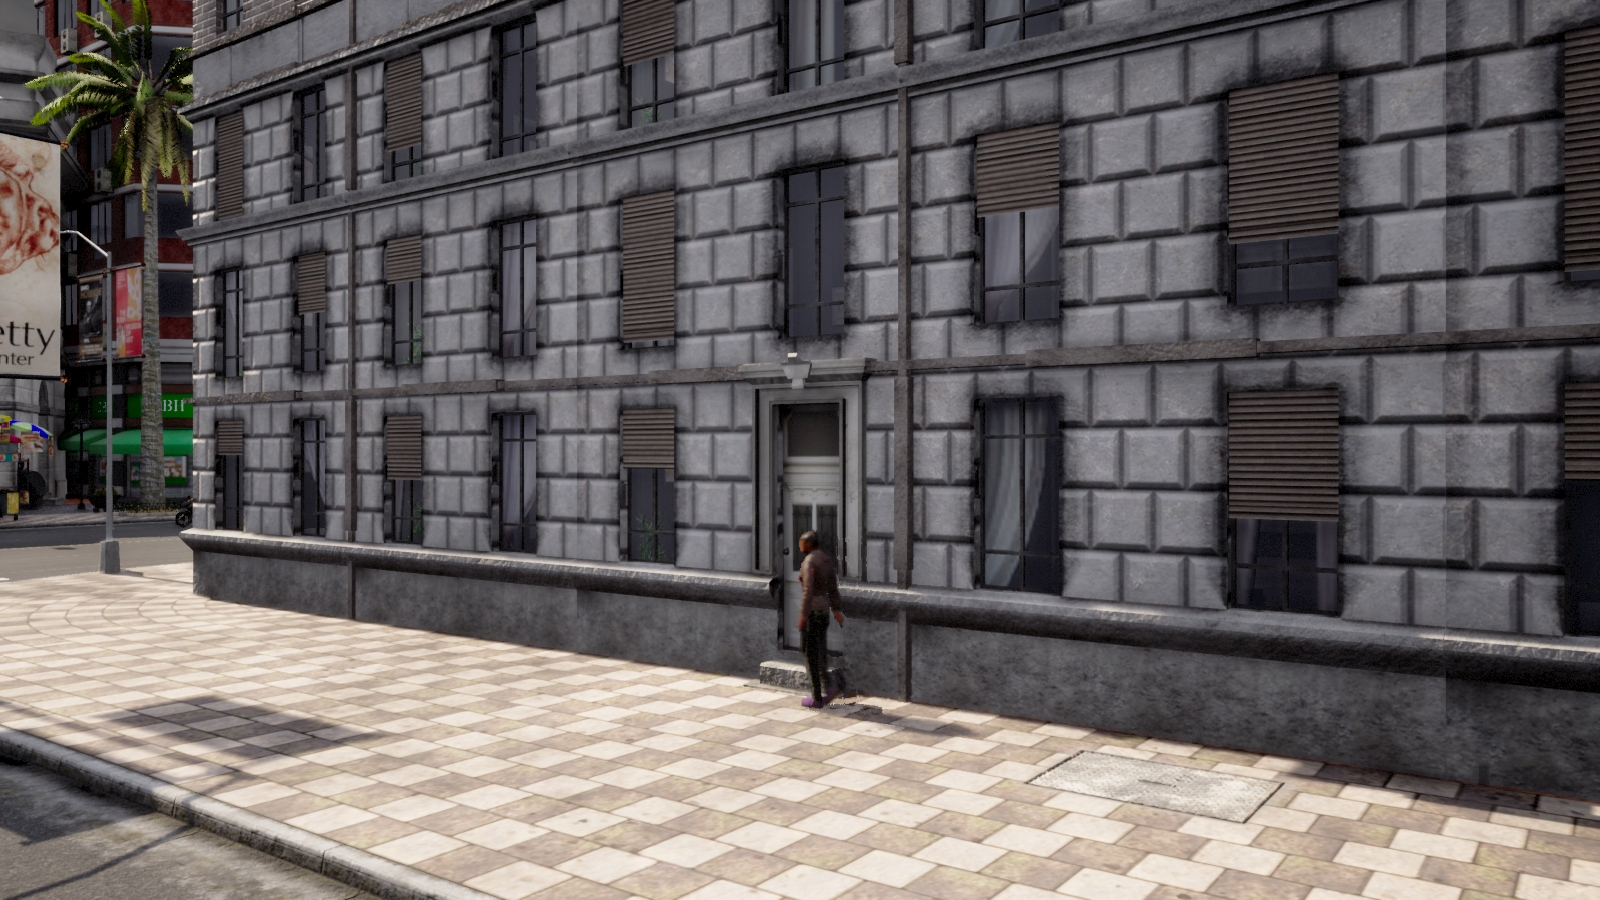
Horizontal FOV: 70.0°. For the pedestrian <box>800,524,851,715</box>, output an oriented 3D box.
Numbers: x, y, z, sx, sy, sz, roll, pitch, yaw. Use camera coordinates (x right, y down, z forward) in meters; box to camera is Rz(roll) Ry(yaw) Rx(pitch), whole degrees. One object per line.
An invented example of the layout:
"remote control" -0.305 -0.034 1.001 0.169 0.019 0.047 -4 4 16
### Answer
"pedestrian" 0.257 1.696 11.572 0.375 1.860 0.375 0 0 36
